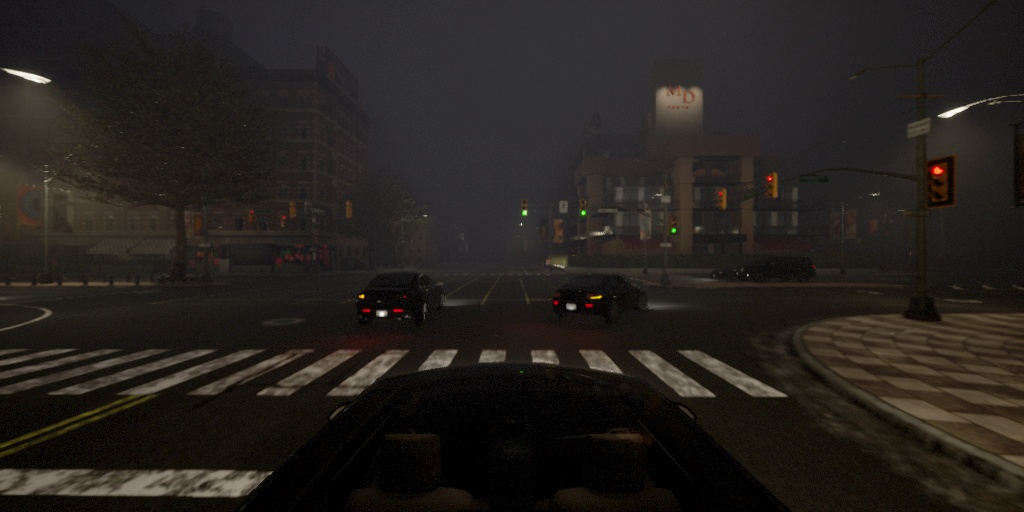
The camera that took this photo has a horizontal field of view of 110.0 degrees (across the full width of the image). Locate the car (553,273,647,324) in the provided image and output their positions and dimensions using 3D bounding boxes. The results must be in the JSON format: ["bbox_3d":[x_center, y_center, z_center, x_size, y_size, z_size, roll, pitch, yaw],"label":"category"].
[{"bbox_3d":[3.061,1.290,12.182,1.812,1.442,4.674,-1,-1,36],"label":"car"}]

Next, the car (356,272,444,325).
[{"bbox_3d":[-3.481,1.268,11.872,1.837,1.490,4.892,0,0,-1],"label":"car"}]

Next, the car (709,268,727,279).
[{"bbox_3d":[20.417,1.337,31.476,5.357,1.411,2.033,0,0,0],"label":"car"}]

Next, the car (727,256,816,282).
[{"bbox_3d":[20.375,1.006,27.960,5.566,2.045,2.150,0,0,2],"label":"car"}]
